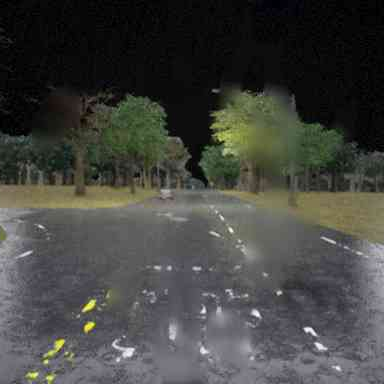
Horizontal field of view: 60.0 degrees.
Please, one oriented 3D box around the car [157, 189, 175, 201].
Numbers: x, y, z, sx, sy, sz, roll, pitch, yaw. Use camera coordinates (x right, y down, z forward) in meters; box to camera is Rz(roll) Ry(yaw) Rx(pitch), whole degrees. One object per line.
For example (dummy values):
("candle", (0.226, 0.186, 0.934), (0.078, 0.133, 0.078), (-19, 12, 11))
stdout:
("car", (-3.318, 0.358, 42.977), (1.812, 1.442, 4.674), (0, 1, 0))
